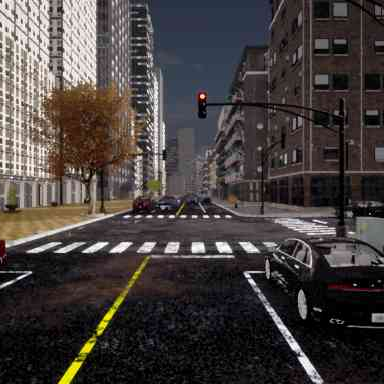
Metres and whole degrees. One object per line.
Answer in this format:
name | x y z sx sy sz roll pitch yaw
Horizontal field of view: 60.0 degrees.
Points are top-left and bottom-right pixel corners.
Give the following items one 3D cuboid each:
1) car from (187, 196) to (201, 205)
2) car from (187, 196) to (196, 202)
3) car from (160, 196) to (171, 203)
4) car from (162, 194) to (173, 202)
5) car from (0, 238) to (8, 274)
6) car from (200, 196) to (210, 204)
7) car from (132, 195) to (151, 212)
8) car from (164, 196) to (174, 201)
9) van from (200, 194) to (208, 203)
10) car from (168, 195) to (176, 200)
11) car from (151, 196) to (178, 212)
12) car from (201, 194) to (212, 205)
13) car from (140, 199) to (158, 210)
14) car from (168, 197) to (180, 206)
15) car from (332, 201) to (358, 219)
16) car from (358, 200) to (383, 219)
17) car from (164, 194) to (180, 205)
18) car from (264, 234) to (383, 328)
car | 0.066 1.641 58.312 1.895 1.301 4.718 0 0 0
car | -0.047 1.626 79.148 1.994 1.385 4.181 0 0 0
car | -5.736 1.627 72.425 1.947 1.339 4.313 0 0 0
car | -5.739 1.386 77.947 2.192 1.841 5.009 0 0 0
car | -5.697 1.545 6.900 1.887 1.381 4.507 0 0 0
car | 2.649 1.578 67.076 1.752 1.417 4.829 0 0 0
car | -5.717 1.336 39.288 2.192 1.841 5.009 0 0 0
car | -5.742 1.632 83.471 2.008 1.369 4.403 0 0 0
van | 2.645 1.402 72.430 1.690 1.788 3.998 0 0 0
car | -5.749 1.654 94.516 2.008 1.369 4.403 0 0 0
car | -3.124 1.512 38.466 2.128 1.511 4.902 0 0 0
car | 2.652 1.611 61.384 1.947 1.339 4.313 0 0 0
car | -5.719 1.592 44.811 1.947 1.339 4.313 0 0 0
car | -3.116 1.642 58.416 1.895 1.301 4.718 0 0 0
car | 13.409 1.350 26.316 4.403 1.369 2.008 -1 1 -1
car | 14.664 1.346 23.749 4.181 1.385 1.994 -1 0 -1
car | -3.125 1.382 48.345 2.097 1.767 4.553 0 0 0
car | 2.683 1.552 6.904 2.008 1.369 4.403 0 0 0
